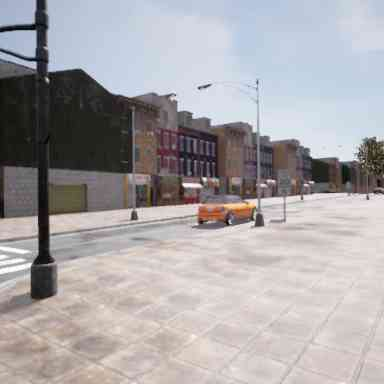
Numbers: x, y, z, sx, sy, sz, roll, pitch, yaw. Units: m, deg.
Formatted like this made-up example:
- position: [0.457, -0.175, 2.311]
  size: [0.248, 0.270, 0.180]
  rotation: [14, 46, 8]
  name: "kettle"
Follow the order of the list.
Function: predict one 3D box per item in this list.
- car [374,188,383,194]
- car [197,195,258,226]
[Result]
- position: [43.588, -0.230, 77.490]
  size: [1.837, 1.490, 4.892]
  rotation: [-1, 0, 36]
  name: "car"
- position: [2.272, 0.973, 20.193]
  size: [2.097, 1.767, 4.553]
  rotation: [-1, 0, 36]
  name: "car"
